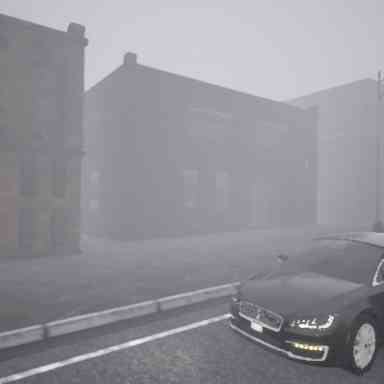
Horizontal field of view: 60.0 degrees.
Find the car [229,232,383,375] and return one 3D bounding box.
[{"bbox_3d":[2.810,1.499,5.677,4.892,1.490,1.837,1,0,-35],"label":"car"}]
